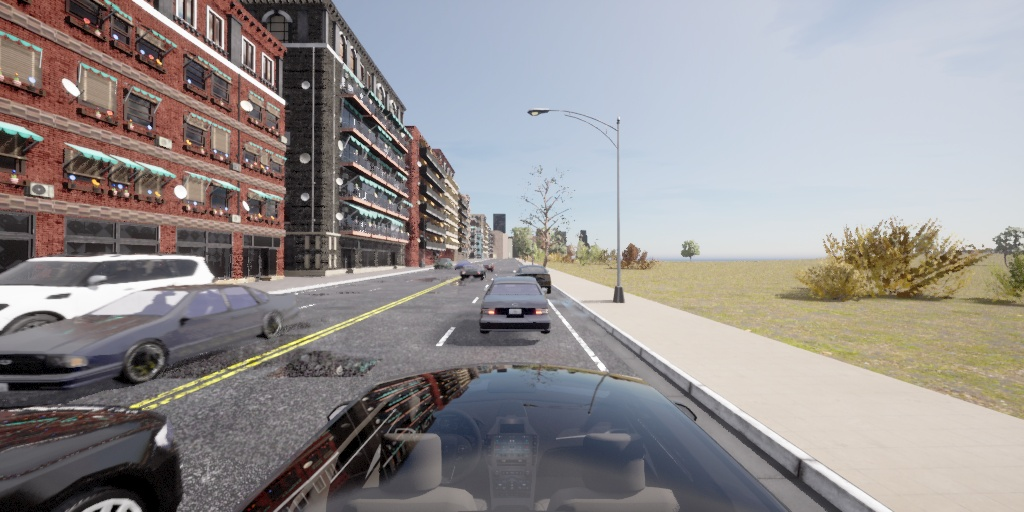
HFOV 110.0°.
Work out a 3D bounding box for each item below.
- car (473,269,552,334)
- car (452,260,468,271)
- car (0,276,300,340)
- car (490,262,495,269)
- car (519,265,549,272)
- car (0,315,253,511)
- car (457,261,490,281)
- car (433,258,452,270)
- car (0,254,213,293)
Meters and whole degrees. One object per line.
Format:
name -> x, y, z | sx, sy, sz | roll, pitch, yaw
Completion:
car -> 0.090, 1.299, 10.617 | 2.033, 1.411, 5.357 | 0, 0, 0
car -> -6.668, 1.276, 49.242 | 1.812, 1.442, 4.674 | 0, 0, 0
car -> -6.610, 1.298, 7.262 | 2.033, 1.411, 5.357 | 0, 0, 0
car -> -3.217, 1.352, 45.468 | 1.895, 1.301, 4.718 | 0, 0, 1
car -> 1.109, 1.230, 20.381 | 1.882, 1.535, 5.008 | 0, 0, 0
car -> -3.151, 1.240, 0.416 | 2.128, 1.511, 4.902 | 0, 0, 0
car -> -3.192, 1.352, 30.506 | 1.895, 1.301, 4.718 | 0, 0, 0
car -> -9.918, 1.102, 51.805 | 2.097, 1.767, 4.553 | 0, 0, 0
car -> -9.862, 0.972, 8.388 | 2.150, 2.045, 5.566 | 0, 0, 0
